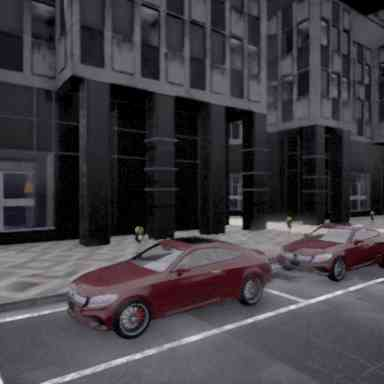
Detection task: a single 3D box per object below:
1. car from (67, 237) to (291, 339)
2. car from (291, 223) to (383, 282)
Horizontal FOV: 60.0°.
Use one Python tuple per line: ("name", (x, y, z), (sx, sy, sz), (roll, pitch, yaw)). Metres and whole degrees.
("car", (-0.205, 1.587, 6.506), (4.206, 1.307, 1.802), (0, 0, -36))
("car", (4.354, 1.595, 9.761), (4.206, 1.307, 1.802), (0, 0, -36))
